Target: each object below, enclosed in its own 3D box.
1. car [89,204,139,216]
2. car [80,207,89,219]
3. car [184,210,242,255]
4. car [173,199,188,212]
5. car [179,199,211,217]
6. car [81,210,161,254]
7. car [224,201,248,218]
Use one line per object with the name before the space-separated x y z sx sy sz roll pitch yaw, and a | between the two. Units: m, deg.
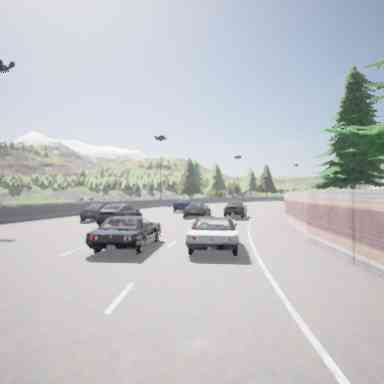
car | -4.836 1.570 22.690 1.837 1.490 4.892 0 0 9
car | -7.485 1.640 27.517 1.994 1.385 4.181 0 0 11
car | 0.921 1.649 13.623 1.895 1.301 4.718 0 0 6
car | -0.722 1.610 39.989 1.882 1.535 5.008 0 0 17
car | 0.560 1.670 31.455 1.994 1.385 4.181 0 0 14
car | -2.576 1.642 13.776 1.895 1.301 4.718 0 0 6
car | 4.139 1.619 31.396 1.837 1.490 4.892 0 0 14
